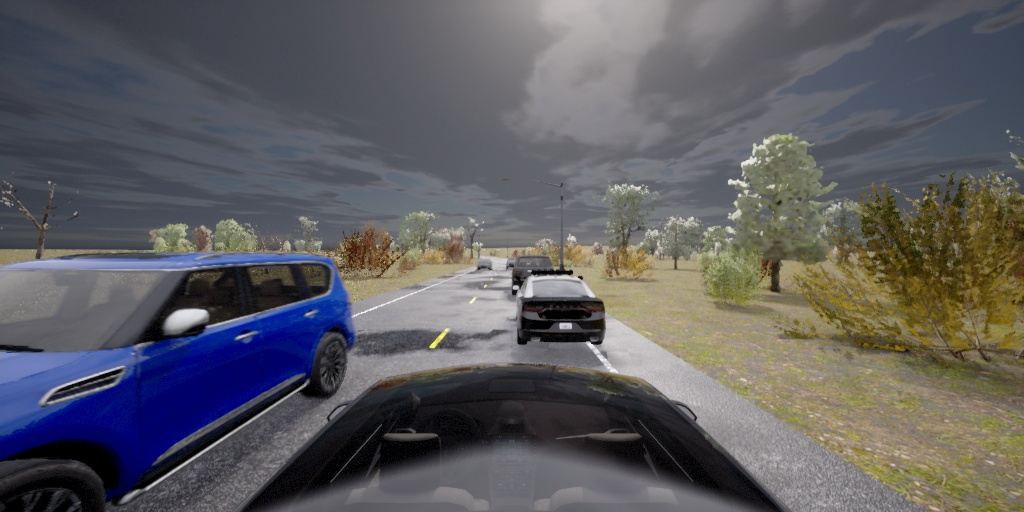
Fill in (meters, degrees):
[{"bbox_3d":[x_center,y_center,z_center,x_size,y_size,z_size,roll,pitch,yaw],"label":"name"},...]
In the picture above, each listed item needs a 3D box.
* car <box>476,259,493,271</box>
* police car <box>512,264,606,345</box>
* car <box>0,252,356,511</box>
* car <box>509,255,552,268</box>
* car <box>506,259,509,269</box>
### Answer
[{"bbox_3d":[-3.573,1.178,47.067,1.837,1.490,4.892,0,0,0],"label":"car"},{"bbox_3d":[1.055,1.170,9.615,1.930,1.638,5.238,0,0,0],"label":"police car"},{"bbox_3d":[-3.598,0.971,3.570,2.150,2.045,5.566,0,0,0],"label":"car"},{"bbox_3d":[1.059,0.956,19.536,2.150,2.045,5.566,0,0,0],"label":"car"},{"bbox_3d":[0.082,1.206,52.255,2.033,1.411,5.357,0,0,1],"label":"car"}]
